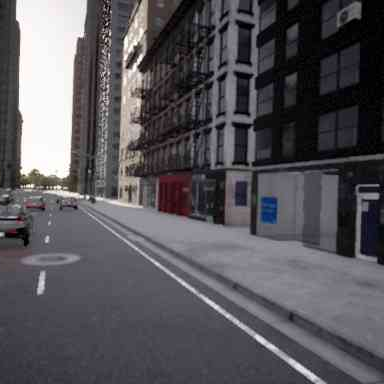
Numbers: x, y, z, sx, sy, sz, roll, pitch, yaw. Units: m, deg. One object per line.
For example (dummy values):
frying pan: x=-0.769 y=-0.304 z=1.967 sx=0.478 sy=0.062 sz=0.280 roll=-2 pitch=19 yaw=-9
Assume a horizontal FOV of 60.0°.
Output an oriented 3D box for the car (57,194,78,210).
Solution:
car: x=-13.764 y=1.197 z=37.101 sx=2.033 sy=1.411 sz=5.357 roll=2 pitch=0 yaw=-22

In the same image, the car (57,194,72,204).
car: x=-19.746 y=1.049 z=51.369 sx=1.994 sy=1.385 sz=4.181 roll=2 pitch=0 yaw=-22

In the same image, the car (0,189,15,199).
car: x=-20.198 y=0.653 z=35.225 sx=2.150 sy=2.045 sz=5.566 roll=2 pitch=-1 yaw=-22

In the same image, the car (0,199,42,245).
car: x=-7.738 y=1.276 z=14.066 sx=2.128 sy=1.511 sz=4.902 roll=2 pitch=0 yaw=-22

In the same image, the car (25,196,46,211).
car: x=-15.714 y=1.137 z=33.328 sx=1.994 sy=1.385 sz=4.181 roll=2 pitch=0 yaw=-22
